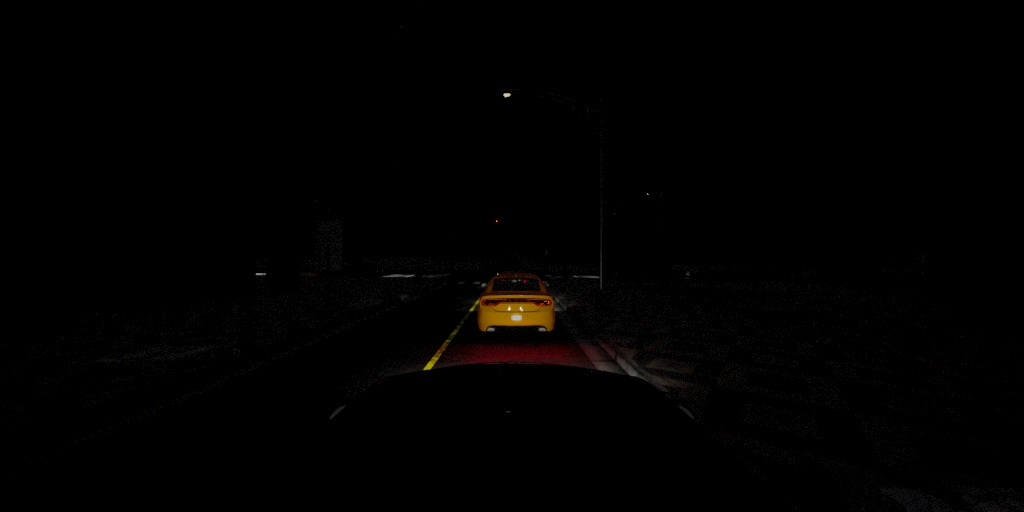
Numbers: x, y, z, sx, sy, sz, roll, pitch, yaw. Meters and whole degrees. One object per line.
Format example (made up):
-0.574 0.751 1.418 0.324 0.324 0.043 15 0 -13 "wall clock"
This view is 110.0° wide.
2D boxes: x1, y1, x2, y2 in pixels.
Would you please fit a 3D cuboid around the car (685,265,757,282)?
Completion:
17.958 1.569 31.027 4.829 1.417 1.751 0 0 0 "car"

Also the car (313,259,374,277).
-14.762 1.114 30.957 4.403 1.370 2.007 0 0 0 "car"

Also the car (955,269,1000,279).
40.369 1.993 31.009 4.207 1.307 1.802 0 0 0 "car"

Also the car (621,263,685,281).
12.146 1.522 31.032 4.313 1.339 1.948 0 0 0 "car"

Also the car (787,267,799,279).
29.090 1.763 39.544 4.507 1.381 1.888 0 0 0 "car"

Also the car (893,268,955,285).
34.719 1.862 31.014 4.507 1.381 1.888 0 0 0 "car"

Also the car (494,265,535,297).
0.113 1.296 20.306 2.033 1.411 5.357 0 0 0 "car"

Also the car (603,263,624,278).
11.905 1.453 36.890 4.892 1.490 1.837 1 0 0 "car"

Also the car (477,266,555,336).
0.104 1.227 10.479 1.882 1.535 5.008 0 0 0 "car"

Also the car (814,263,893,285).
29.075 1.538 31.018 5.009 1.841 2.192 0 0 0 "car"

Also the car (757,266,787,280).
24.983 1.754 36.879 4.718 1.301 1.895 1 0 0 "car"

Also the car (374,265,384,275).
-14.582 1.069 33.701 4.892 1.490 1.837 1 0 -1 "car"
